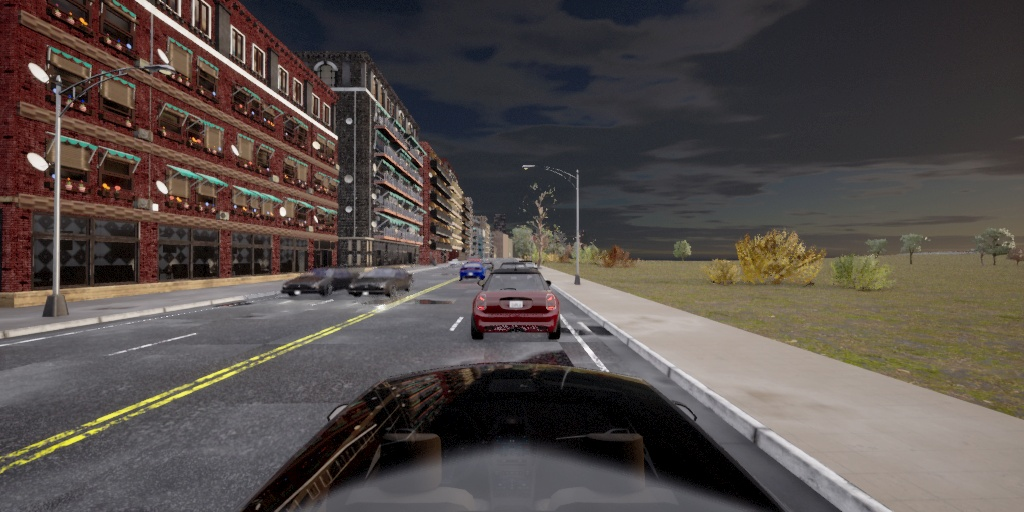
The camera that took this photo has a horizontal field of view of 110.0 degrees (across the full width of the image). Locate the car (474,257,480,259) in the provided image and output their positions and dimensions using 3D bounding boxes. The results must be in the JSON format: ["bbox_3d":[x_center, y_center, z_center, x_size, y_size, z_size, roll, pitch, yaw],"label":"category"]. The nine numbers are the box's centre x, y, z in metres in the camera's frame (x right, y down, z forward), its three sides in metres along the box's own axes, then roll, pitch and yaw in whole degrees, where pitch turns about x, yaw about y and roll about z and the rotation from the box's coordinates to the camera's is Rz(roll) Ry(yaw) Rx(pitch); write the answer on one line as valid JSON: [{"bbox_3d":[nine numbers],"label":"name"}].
[{"bbox_3d":[-3.191,1.244,44.777,2.128,1.511,4.902,0,0,0],"label":"car"}]

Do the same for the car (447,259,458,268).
[{"bbox_3d":[-9.875,1.277,61.690,1.812,1.442,4.674,0,0,0],"label":"car"}]

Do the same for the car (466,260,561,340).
[{"bbox_3d":[0.084,1.103,10.169,2.097,1.767,4.553,0,0,0],"label":"car"}]

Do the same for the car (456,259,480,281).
[{"bbox_3d":[-3.177,1.231,30.025,1.882,1.535,5.008,0,0,0],"label":"car"}]

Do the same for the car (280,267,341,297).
[{"bbox_3d":[-9.867,1.300,19.150,2.033,1.411,5.357,0,0,0],"label":"car"}]

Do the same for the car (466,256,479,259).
[{"bbox_3d":[-6.627,0.977,61.739,2.150,2.045,5.566,0,0,0],"label":"car"}]

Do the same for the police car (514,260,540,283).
[{"bbox_3d":[1.110,1.179,29.437,1.930,1.638,5.238,0,0,0],"label":"police car"}]

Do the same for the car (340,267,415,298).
[{"bbox_3d":[-6.617,1.300,18.860,2.033,1.411,5.357,0,0,0],"label":"car"}]
